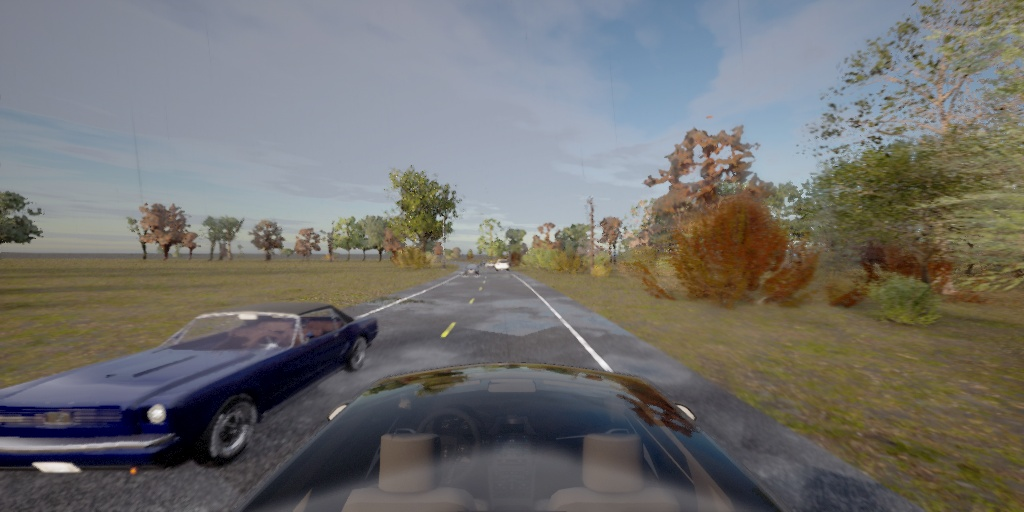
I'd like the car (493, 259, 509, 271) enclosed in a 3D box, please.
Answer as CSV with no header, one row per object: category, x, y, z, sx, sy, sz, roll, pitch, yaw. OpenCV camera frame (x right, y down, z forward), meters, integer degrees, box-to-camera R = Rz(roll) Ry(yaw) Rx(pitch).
car,-1.696,1.604,62.524,2.150,2.045,5.566,0,0,-5

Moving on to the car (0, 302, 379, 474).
car,-3.623,1.397,5.055,1.895,1.301,4.718,0,-1,0

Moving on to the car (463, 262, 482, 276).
car,-5.243,1.774,47.087,1.812,1.442,4.674,0,-1,-4
